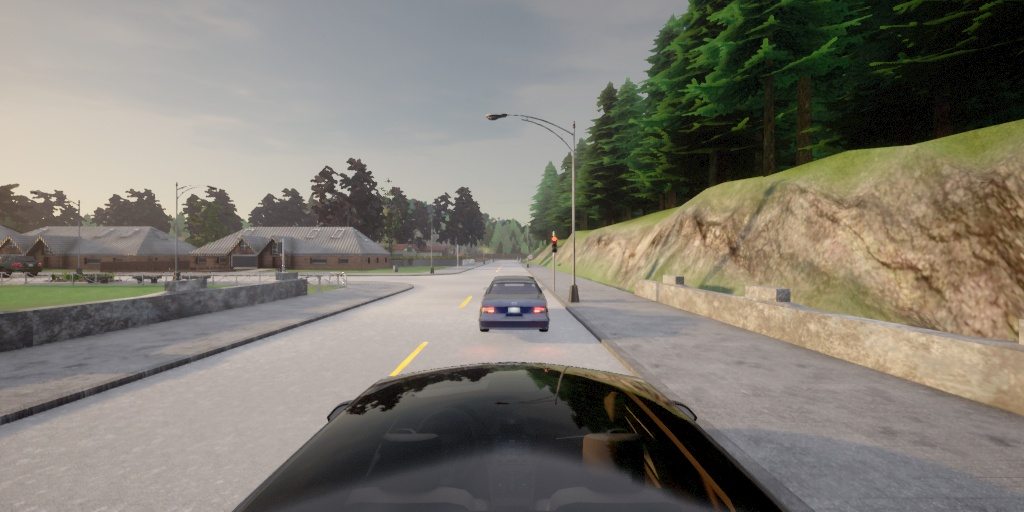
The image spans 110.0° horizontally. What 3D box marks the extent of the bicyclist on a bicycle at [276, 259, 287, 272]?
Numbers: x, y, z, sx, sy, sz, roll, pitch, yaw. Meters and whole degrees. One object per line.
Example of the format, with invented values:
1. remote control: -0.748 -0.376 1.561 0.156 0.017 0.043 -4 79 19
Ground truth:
1. bicyclist on a bicycle: -24.167 1.099 37.589 0.582 1.620 1.656 0 0 0

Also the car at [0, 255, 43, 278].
1. car: -47.379 0.971 33.336 5.566 2.045 2.150 0 0 1

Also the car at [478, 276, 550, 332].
1. car: 0.062 1.297 10.811 2.033 1.411 5.357 0 0 0
